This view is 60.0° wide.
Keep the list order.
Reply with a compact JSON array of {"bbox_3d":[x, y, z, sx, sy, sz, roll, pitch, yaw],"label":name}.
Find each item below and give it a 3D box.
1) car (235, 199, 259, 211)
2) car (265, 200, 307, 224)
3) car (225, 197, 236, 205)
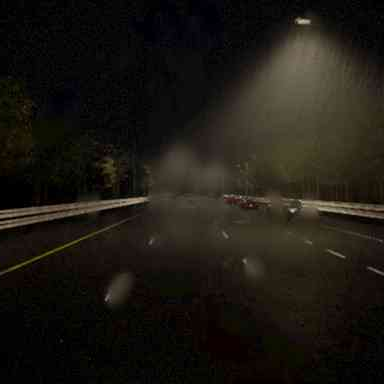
[{"bbox_3d":[6.978,1.585,41.368,1.994,1.385,4.181,0,0,0],"label":"car"},{"bbox_3d":[6.977,1.355,25.149,2.097,1.767,4.553,0,0,0],"label":"car"},{"bbox_3d":[7.009,1.571,59.222,1.812,1.442,4.674,0,0,0],"label":"car"}]
